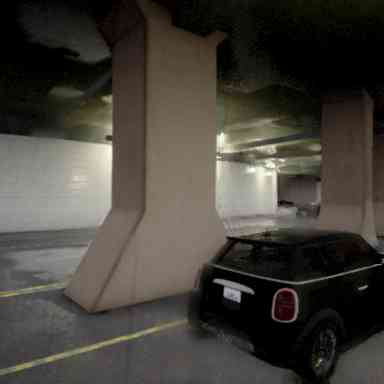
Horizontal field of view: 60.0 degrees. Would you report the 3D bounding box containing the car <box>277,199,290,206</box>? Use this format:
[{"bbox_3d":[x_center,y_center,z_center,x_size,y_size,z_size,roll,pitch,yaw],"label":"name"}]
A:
[{"bbox_3d":[18.657,2.137,67.925,1.895,1.301,4.718,1,0,-27],"label":"car"}]

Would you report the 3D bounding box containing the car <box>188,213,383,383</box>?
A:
[{"bbox_3d":[2.188,1.405,5.761,4.553,1.767,2.097,1,-1,-39],"label":"car"}]

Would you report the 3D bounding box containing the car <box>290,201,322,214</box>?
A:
[{"bbox_3d":[11.310,1.782,31.541,2.128,1.511,4.902,0,0,34],"label":"car"}]
